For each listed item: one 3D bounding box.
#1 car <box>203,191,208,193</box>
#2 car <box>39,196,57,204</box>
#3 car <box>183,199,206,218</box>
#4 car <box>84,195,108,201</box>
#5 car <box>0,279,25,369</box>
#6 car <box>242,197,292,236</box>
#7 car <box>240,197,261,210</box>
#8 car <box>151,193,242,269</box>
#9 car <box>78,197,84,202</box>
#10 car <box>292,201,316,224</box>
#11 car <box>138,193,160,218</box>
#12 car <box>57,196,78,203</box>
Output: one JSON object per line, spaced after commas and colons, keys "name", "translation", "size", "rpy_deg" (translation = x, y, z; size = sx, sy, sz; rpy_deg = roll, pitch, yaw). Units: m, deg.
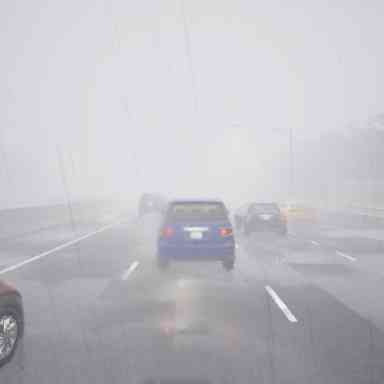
{"name": "car", "translation": [4.411, 1.073, 92.229], "size": [1.812, 1.442, 4.674], "rpy_deg": [0, 1, 1]}
{"name": "car", "translation": [-24.172, 1.363, 56.854], "size": [1.895, 1.301, 4.718], "rpy_deg": [0, 0, 1]}
{"name": "car", "translation": [0.206, 1.390, 29.562], "size": [1.837, 1.490, 4.892], "rpy_deg": [0, 0, 0]}
{"name": "car", "translation": [-13.795, 1.288, 49.534], "size": [2.128, 1.511, 4.902], "rpy_deg": [0, 0, 1]}
{"name": "car", "translation": [-3.396, 1.339, 2.821], "size": [2.097, 1.767, 4.553], "rpy_deg": [0, 0, 0]}
{"name": "car", "translation": [3.542, 1.281, 17.963], "size": [2.097, 1.767, 4.553], "rpy_deg": [0, 0, 0]}
{"name": "car", "translation": [7.300, 1.361, 41.718], "size": [1.812, 1.442, 4.674], "rpy_deg": [0, 0, 1]}
{"name": "car", "translation": [0.119, 1.176, 11.078], "size": [2.150, 2.045, 5.566], "rpy_deg": [0, 0, 0]}
{"name": "car", "translation": [-17.186, 1.268, 56.793], "size": [1.837, 1.490, 4.892], "rpy_deg": [0, 0, 1]}
{"name": "car", "translation": [7.171, 1.386, 23.747], "size": [1.882, 1.535, 5.008], "rpy_deg": [0, 0, 0]}
{"name": "car", "translation": [-3.298, 1.108, 29.147], "size": [2.150, 2.045, 5.566], "rpy_deg": [0, 0, 0]}
{"name": "car", "translation": [-20.670, 1.308, 57.250], "size": [2.033, 1.411, 5.357], "rpy_deg": [0, 0, 1]}
